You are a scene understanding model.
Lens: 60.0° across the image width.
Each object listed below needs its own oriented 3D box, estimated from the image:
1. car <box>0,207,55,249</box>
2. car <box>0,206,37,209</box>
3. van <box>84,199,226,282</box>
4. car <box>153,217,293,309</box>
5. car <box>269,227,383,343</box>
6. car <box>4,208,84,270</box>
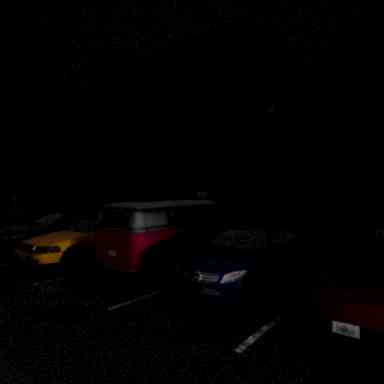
[{"bbox_3d":[-5.049,1.460,13.081,2.002,1.452,4.674,1,0,38],"label":"car"},{"bbox_3d":[-7.209,1.429,14.753,2.163,1.488,4.792,1,0,39],"label":"car"},{"bbox_3d":[-0.648,1.229,9.846,1.878,1.987,4.442,0,0,37],"label":"van"},{"bbox_3d":[1.456,1.509,8.131,2.002,1.452,4.674,0,0,37],"label":"car"},{"bbox_3d":[3.554,1.511,6.569,2.163,1.488,4.792,0,0,36],"label":"car"},{"bbox_3d":[-3.008,1.435,11.259,1.946,1.575,5.366,1,0,38],"label":"car"}]
